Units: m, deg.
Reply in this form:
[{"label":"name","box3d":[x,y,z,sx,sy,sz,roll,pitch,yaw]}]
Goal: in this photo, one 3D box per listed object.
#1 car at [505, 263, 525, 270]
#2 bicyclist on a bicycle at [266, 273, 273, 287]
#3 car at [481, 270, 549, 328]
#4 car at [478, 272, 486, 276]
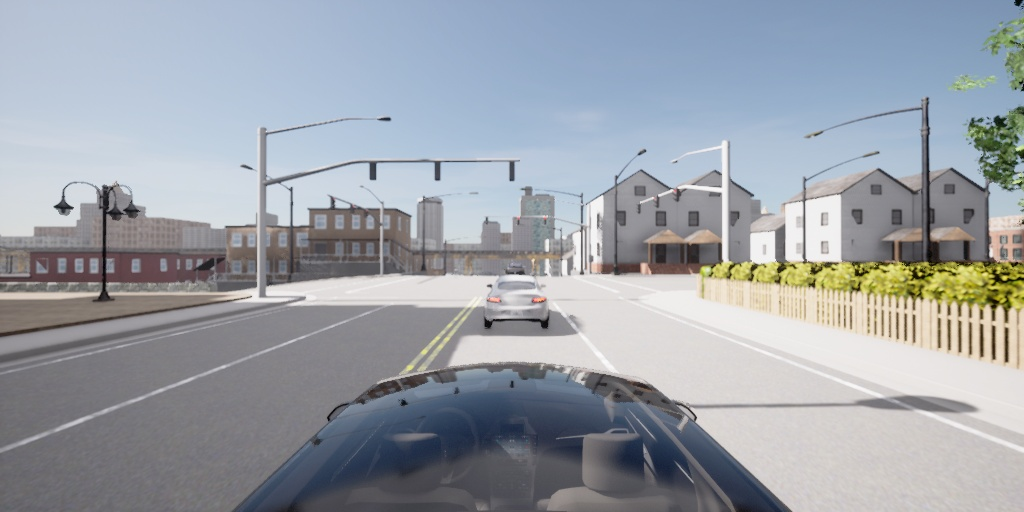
[{"label":"car","box3d":[0.323,1.388,35.401,2.128,1.511,4.902,0,0,0]},{"label":"bicyclist on a bicycle","box3d":[-25.426,2.393,37.134,0.582,1.620,1.656,-8,0,0]},{"label":"car","box3d":[0.143,1.327,11.464,1.812,1.442,4.674,0,-1,1]},{"label":"car","box3d":[-3.326,2.804,47.504,1.837,1.490,4.892,0,-9,0]}]
